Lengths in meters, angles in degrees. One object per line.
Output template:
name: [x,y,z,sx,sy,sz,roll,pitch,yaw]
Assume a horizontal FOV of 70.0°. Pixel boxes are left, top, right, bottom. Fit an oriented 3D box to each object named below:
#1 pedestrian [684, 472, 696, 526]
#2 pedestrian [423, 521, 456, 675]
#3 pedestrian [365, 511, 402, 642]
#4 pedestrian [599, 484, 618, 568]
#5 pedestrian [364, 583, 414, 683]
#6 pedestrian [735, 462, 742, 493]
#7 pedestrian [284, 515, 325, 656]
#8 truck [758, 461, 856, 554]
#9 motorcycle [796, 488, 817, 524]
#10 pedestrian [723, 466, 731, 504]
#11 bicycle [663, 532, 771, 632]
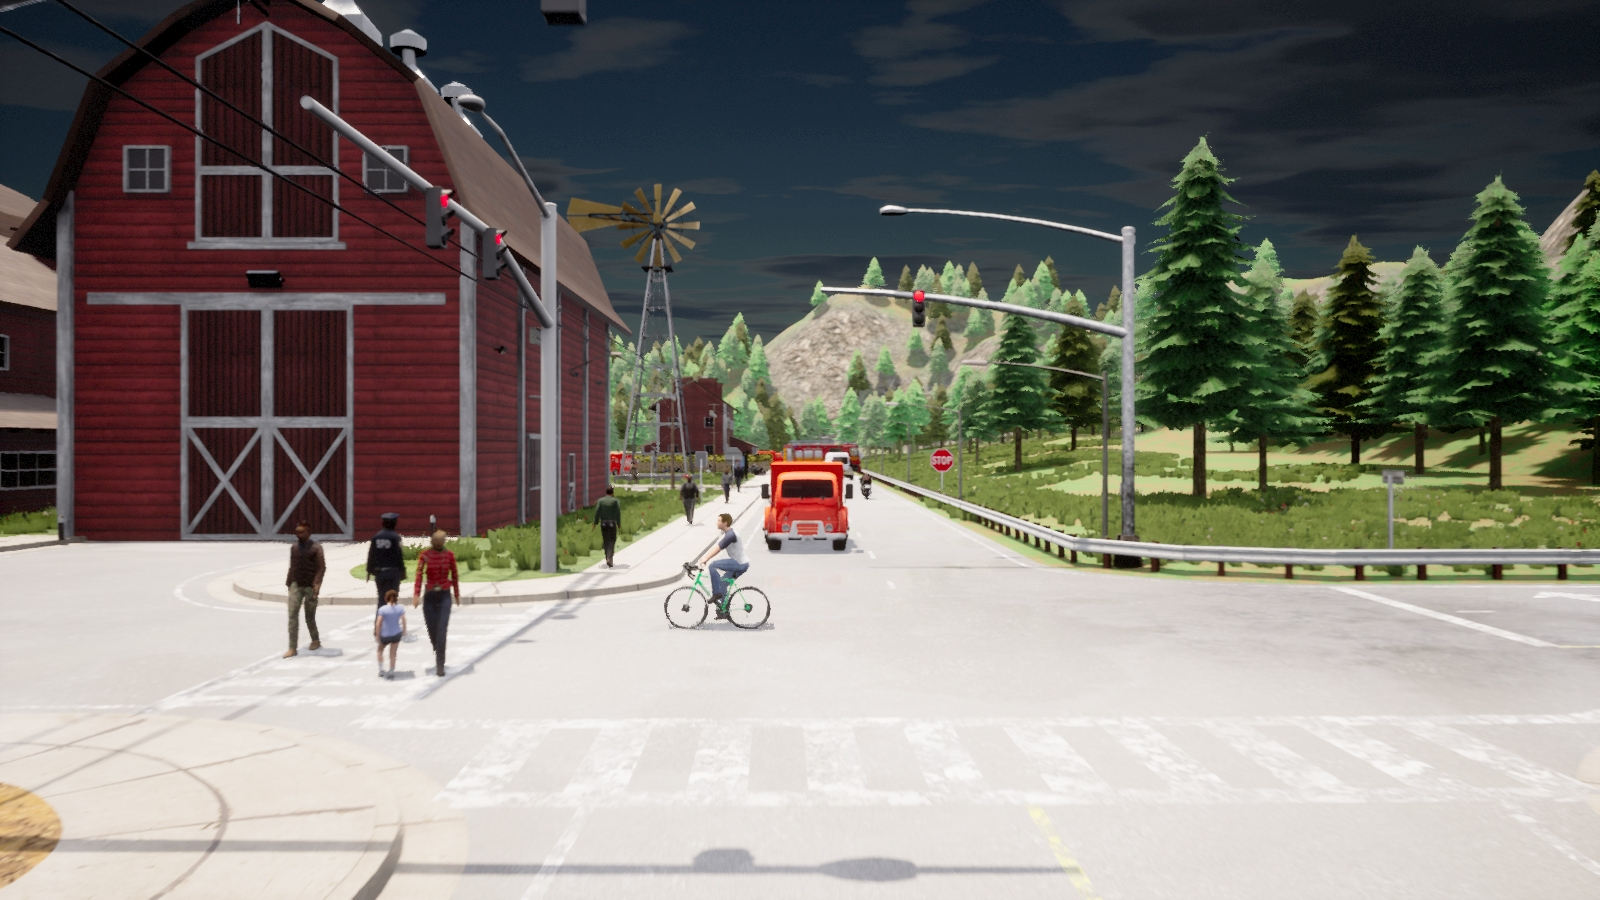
pedestrian: [-3.798,1.694,39.542,0.375,1.860,0.375,0,0,-1]
pedestrian: [-4.480,1.821,14.208,0.375,1.860,0.375,0,0,-14]
pedestrian: [-6.032,1.821,16.562,0.375,1.860,0.375,0,0,6]
pedestrian: [-4.297,1.694,25.655,0.375,1.860,0.375,0,0,1]
pedestrian: [-4.980,2.203,13.833,0.500,1.100,0.500,0,0,-27]
pedestrian: [-3.733,1.693,69.647,0.375,1.860,0.375,0,0,7]
pedestrian: [-6.696,1.822,15.450,0.375,1.860,0.375,0,0,4]
truck: [0.191,1.566,33.245,2.627,2.467,5.204,0,0,0]
motorcycle: [0.251,2.167,44.377,0.764,1.277,2.356,0,0,0]
pedestrian: [-3.576,1.694,55.680,0.375,1.860,0.375,0,0,-6]
bicycle: [-1.281,2.035,17.682,1.643,1.496,0.373,0,0,-1]
